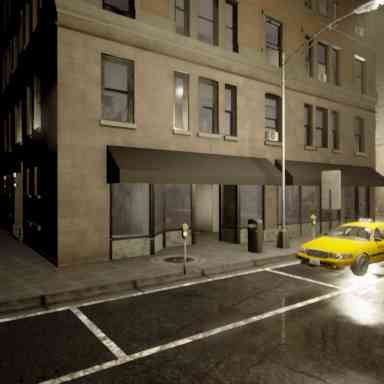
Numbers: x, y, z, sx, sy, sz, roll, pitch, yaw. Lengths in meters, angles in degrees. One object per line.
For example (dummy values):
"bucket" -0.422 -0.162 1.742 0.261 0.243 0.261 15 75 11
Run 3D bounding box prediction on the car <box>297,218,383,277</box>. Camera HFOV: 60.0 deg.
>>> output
"car" 5.218 1.525 10.242 4.829 1.417 1.752 0 0 -35
